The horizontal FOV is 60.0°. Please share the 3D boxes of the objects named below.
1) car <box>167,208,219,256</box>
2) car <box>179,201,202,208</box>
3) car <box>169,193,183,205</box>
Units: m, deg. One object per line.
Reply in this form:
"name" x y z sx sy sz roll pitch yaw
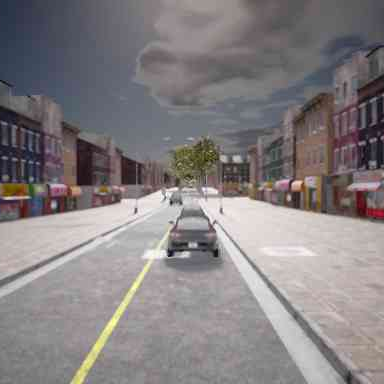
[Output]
"car" 0.052 1.581 13.205 1.812 1.442 4.674 0 0 0
"car" 0.037 1.699 26.937 1.895 1.301 4.718 0 0 0
"car" -2.785 1.257 58.720 2.150 2.045 5.566 0 1 1
